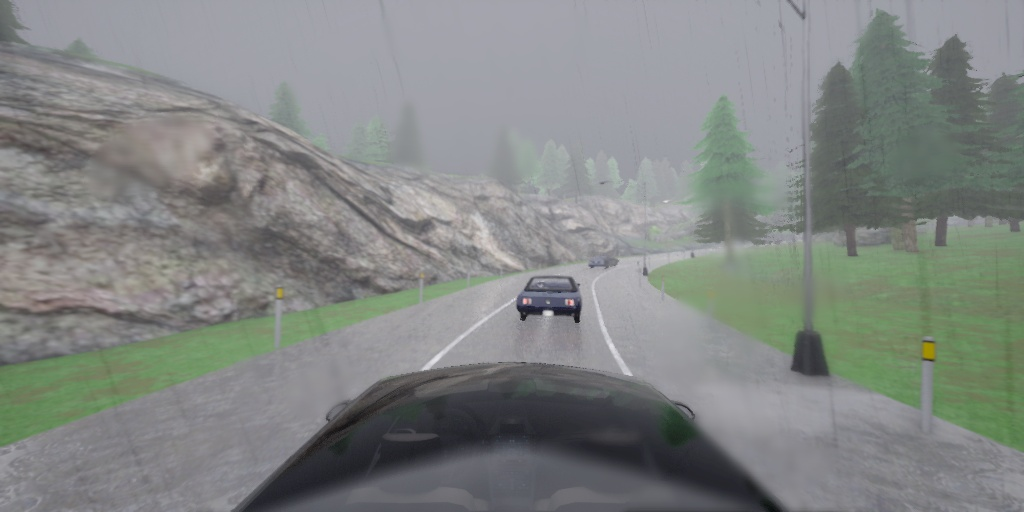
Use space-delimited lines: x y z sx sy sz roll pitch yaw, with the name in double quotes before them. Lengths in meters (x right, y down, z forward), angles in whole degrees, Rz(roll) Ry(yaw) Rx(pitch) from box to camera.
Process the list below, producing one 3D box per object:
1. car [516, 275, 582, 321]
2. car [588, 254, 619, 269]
"car" 1.390 1.302 12.299 1.895 1.301 4.718 0 1 9
"car" 9.527 0.531 37.191 2.033 1.411 5.357 0 3 31
